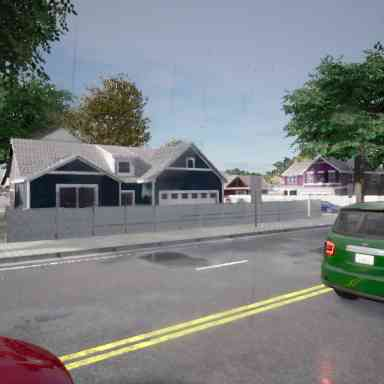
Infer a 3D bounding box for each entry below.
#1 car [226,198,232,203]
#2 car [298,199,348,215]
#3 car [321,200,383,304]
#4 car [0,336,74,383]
[{"bbox_3d":[5.753,1.588,47.274,1.882,1.535,5.008,-1,1,-30],"label":"car"},{"bbox_3d":[13.608,1.541,34.898,1.812,1.442,4.674,-1,0,-34],"label":"car"},{"bbox_3d":[5.096,1.214,7.115,5.566,2.045,2.150,0,0,-35],"label":"car"},{"bbox_3d":[-3.027,1.476,1.283,5.008,1.535,1.882,0,0,-35],"label":"car"}]
